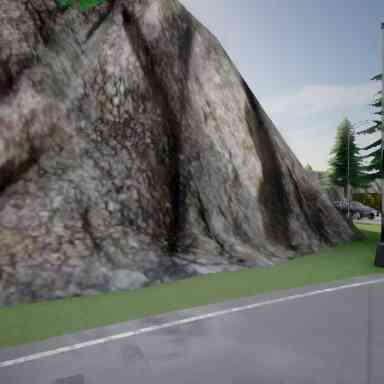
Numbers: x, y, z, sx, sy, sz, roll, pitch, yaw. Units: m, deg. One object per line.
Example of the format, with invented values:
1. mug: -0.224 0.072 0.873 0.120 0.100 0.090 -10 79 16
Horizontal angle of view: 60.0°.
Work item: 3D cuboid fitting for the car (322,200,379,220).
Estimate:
1. car: 13.446 1.492 28.490 2.128 1.511 4.902 0 0 -25
